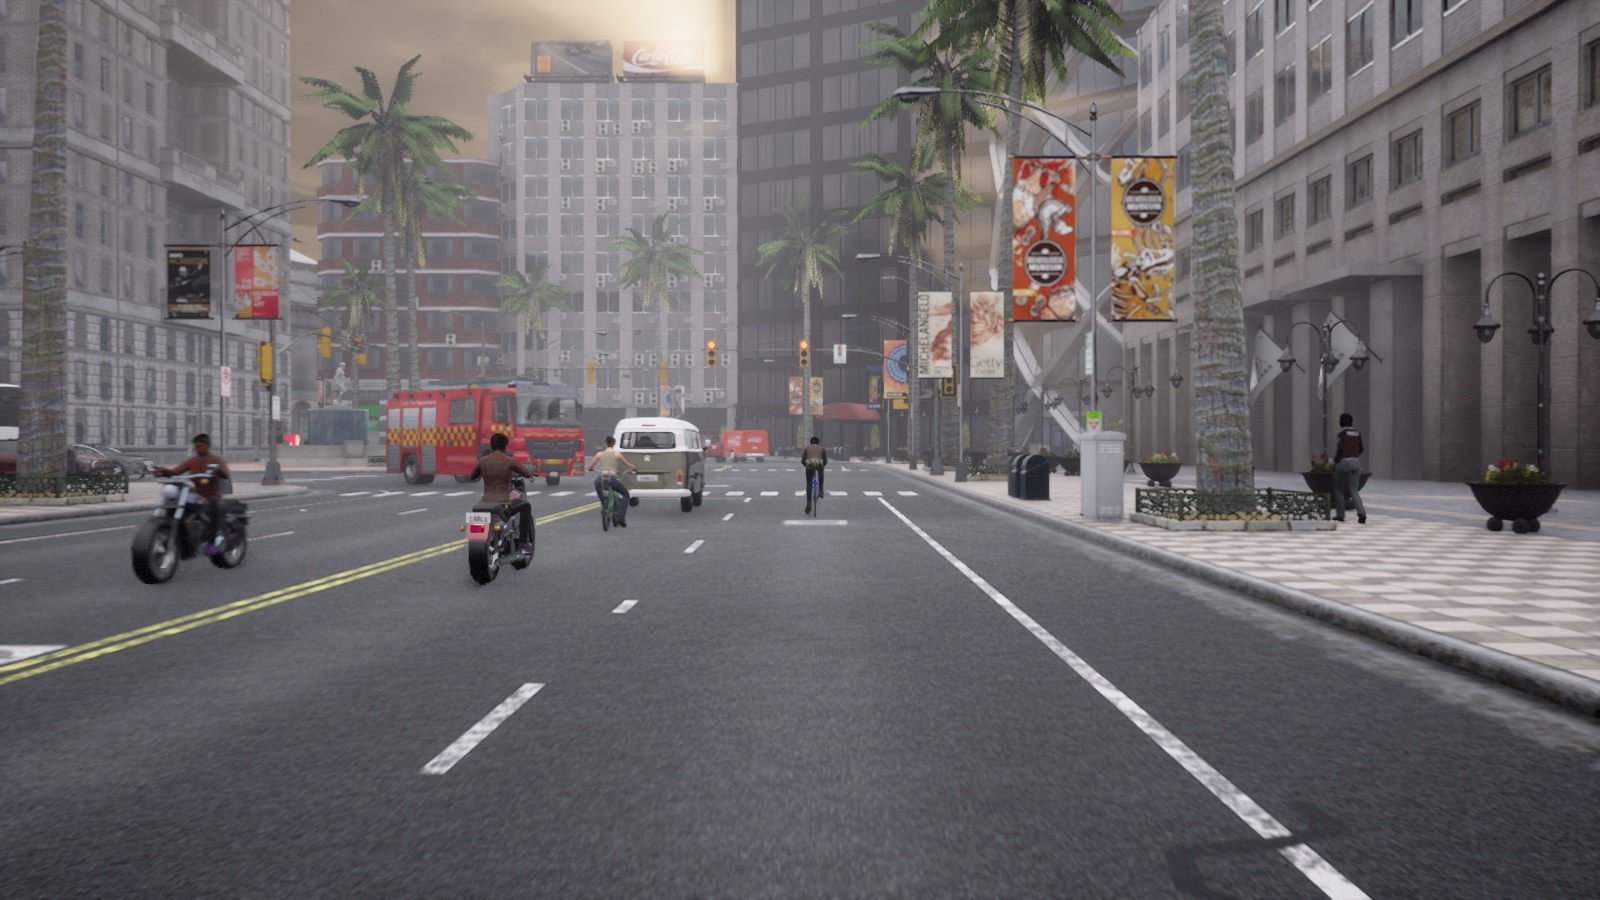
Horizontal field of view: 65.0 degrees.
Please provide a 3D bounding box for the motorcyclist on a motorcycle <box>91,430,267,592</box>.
[{"bbox_3d":[-6.821,0.612,13.958,0.766,1.649,2.350,0,0,1],"label":"motorcyclist on a motorcycle"}]

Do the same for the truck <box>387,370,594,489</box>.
[{"bbox_3d":[-11.021,-0.676,44.093,8.468,3.827,2.891,0,0,43],"label":"truck"}]

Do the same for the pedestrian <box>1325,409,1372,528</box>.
[{"bbox_3d":[9.066,0.294,20.772,0.402,1.930,0.666,0,0,-10],"label":"pedestrian"}]

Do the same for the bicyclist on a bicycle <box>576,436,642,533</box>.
[{"bbox_3d":[-3.246,0.559,21.477,0.866,1.612,1.509,0,1,1],"label":"bicyclist on a bicycle"}]

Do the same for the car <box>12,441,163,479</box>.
[{"bbox_3d":[-28.807,0.392,50.885,4.902,1.511,2.128,0,0,1],"label":"car"}]

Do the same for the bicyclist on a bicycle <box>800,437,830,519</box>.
[{"bbox_3d":[0.302,0.555,25.691,0.582,1.620,1.656,0,0,1],"label":"bicyclist on a bicycle"}]

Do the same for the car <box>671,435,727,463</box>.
[{"bbox_3d":[-7.663,-0.076,94.897,2.150,2.045,5.566,0,0,-28],"label":"car"}]

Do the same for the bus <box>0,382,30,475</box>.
[{"bbox_3d":[-41.902,-0.992,57.977,10.273,4.253,3.944,0,0,0],"label":"bus"}]

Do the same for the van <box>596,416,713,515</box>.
[{"bbox_3d":[-3.166,0.308,28.210,2.069,2.038,4.480,0,0,0],"label":"van"}]

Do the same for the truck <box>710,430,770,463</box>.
[{"bbox_3d":[-4.663,-0.289,96.676,2.627,2.467,5.204,0,0,-29],"label":"truck"}]

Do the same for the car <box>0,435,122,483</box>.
[{"bbox_3d":[-28.445,0.314,47.386,4.553,1.767,2.097,0,0,1],"label":"car"}]

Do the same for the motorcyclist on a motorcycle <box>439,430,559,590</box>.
[{"bbox_3d":[-3.320,0.615,14.085,0.766,1.649,2.350,0,0,1],"label":"motorcyclist on a motorcycle"}]
